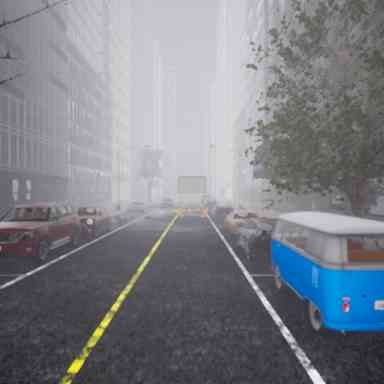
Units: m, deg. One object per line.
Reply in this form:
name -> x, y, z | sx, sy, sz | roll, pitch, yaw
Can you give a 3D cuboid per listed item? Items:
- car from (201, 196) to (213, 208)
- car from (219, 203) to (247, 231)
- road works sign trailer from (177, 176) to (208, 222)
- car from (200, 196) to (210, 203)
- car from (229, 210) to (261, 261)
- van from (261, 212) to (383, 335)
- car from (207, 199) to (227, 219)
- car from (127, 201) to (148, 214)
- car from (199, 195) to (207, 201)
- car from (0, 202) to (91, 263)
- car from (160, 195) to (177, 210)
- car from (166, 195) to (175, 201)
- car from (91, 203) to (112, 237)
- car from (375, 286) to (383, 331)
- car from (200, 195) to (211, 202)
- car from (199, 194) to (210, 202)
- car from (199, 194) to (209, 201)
car -> 2.706, 1.599, 46.390 | 1.947, 1.339, 4.313 | 0, 0, 0
car -> 2.694, 1.541, 18.070 | 1.752, 1.417, 4.829 | 0, 0, 0
road works sign trailer -> 0.011, 0.486, 26.584 | 2.380, 3.560, 2.880 | 0, 0, 0
car -> 2.716, 1.583, 69.182 | 1.887, 1.381, 4.507 | 0, 0, 0
car -> 2.692, 1.577, 12.202 | 1.947, 1.339, 4.313 | 0, 0, 0
van -> 2.688, 1.347, 6.504 | 1.690, 1.788, 3.998 | 0, 0, 0
car -> 2.699, 1.574, 29.295 | 2.008, 1.369, 4.403 | 0, 0, 0
car -> -5.679, 1.609, 35.003 | 1.802, 1.307, 4.206 | 0, 0, 0
car -> 2.723, 1.582, 86.277 | 1.887, 1.381, 4.507 | 0, 0, 0
car -> -5.691, 1.326, 12.211 | 2.192, 1.841, 5.009 | 0, 0, 0
car -> -3.070, 1.538, 43.757 | 1.837, 1.490, 4.892 | 0, 0, 0
car -> -5.657, 1.588, 86.283 | 2.008, 1.369, 4.403 | 0, 0, 0
car -> -5.687, 1.455, 17.909 | 1.967, 1.590, 4.097 | 0, 0, 0
car -> 2.686, 1.552, 0.806 | 2.008, 1.369, 4.403 | 0, 0, 0
car -> 2.709, 1.580, 52.088 | 1.887, 1.381, 4.507 | 0, 0, 0
car -> 2.717, 1.354, 74.881 | 2.192, 1.841, 5.009 | 0, 0, 0
car -> 2.712, 1.353, 63.484 | 2.192, 1.841, 5.009 | 0, 0, 0
